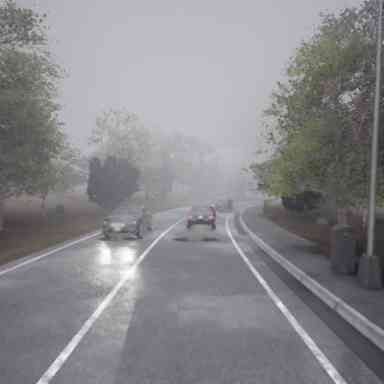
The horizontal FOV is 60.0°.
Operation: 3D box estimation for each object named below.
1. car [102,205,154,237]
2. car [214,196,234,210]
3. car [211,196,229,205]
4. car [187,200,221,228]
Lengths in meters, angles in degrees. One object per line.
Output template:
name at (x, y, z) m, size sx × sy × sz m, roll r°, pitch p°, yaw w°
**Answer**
car at (-3.240, 1.444, 17.539) m, size 2.128 × 1.511 × 4.902 m, roll -1°, pitch -1°, yaw 4°
car at (4.257, 1.495, 42.667) m, size 2.128 × 1.511 × 4.902 m, roll 1°, pitch 0°, yaw 14°
car at (4.836, 1.470, 57.071) m, size 1.812 × 1.442 × 4.674 m, roll 2°, pitch 0°, yaw 21°
car at (0.727, 1.530, 22.064) m, size 2.033 × 1.411 × 5.357 m, roll 0°, pitch 0°, yaw 5°
